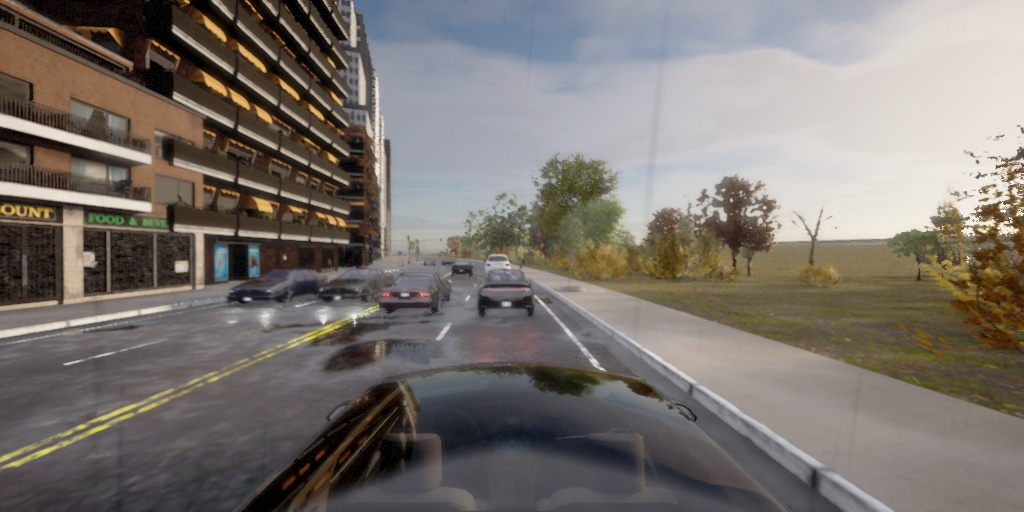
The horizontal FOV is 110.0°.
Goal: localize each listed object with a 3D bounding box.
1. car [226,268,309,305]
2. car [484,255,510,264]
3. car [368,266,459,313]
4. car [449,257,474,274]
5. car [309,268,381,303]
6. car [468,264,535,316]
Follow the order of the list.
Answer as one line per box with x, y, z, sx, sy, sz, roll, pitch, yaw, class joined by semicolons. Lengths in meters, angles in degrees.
-10.292;1.284;16.441;2.033;1.411;5.357;0;0;-3;car
-1.371;0.922;33.004;2.150;2.045;5.566;0;0;-4;car
-3.509;1.283;13.932;2.033;1.411;5.357;0;0;-2;car
-4.819;1.177;35.213;1.882;1.535;5.008;0;0;-5;car
-7.059;1.281;16.923;2.033;1.411;5.357;0;0;-3;car
-0.239;1.226;13.163;2.128;1.511;4.902;0;0;-2;car
